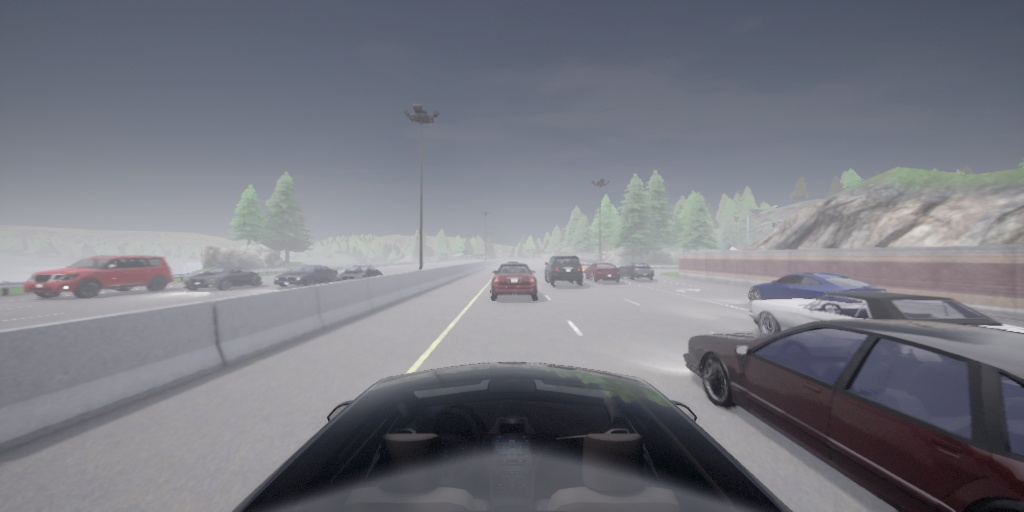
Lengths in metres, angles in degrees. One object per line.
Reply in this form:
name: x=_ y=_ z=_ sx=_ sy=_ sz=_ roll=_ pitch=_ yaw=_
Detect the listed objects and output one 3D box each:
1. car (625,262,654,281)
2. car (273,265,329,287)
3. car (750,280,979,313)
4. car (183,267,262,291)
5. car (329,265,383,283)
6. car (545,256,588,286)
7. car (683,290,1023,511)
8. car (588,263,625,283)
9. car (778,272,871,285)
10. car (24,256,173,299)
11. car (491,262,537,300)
car: x=10.603 y=1.280 z=30.938 sx=2.128 sy=1.511 sz=4.902 roll=0 pitch=0 yaw=0
car: x=-14.000 y=1.327 z=24.906 sx=2.033 sy=1.411 sz=5.357 roll=0 pitch=0 yaw=0
car: x=7.098 y=1.358 z=7.192 sx=1.895 sy=1.301 sz=4.718 roll=0 pitch=0 yaw=0
car: x=-17.527 y=1.341 z=21.975 sx=1.994 sy=1.385 sz=4.181 roll=0 pitch=0 yaw=1
car: x=-10.499 y=1.353 z=24.993 sx=1.994 sy=1.385 sz=4.181 roll=0 pitch=0 yaw=0
car: x=3.602 y=1.005 z=25.523 sx=2.150 sy=2.045 sz=5.566 roll=0 pitch=0 yaw=0
car: x=3.598 y=1.300 z=3.146 sx=2.033 sy=1.411 sz=5.357 roll=0 pitch=0 yaw=0
car: x=7.102 y=1.263 z=28.546 sx=1.882 sy=1.535 sz=5.008 roll=0 pitch=0 yaw=0
car: x=10.600 y=1.290 z=12.737 sx=1.812 sy=1.442 sz=4.674 roll=0 pitch=0 yaw=0
car: x=-21.057 y=0.996 z=18.754 sx=2.150 sy=2.045 sz=5.566 roll=0 pitch=0 yaw=1
car: x=0.100 y=1.123 z=18.041 sx=2.097 sy=1.767 sz=4.553 roll=0 pitch=0 yaw=0
